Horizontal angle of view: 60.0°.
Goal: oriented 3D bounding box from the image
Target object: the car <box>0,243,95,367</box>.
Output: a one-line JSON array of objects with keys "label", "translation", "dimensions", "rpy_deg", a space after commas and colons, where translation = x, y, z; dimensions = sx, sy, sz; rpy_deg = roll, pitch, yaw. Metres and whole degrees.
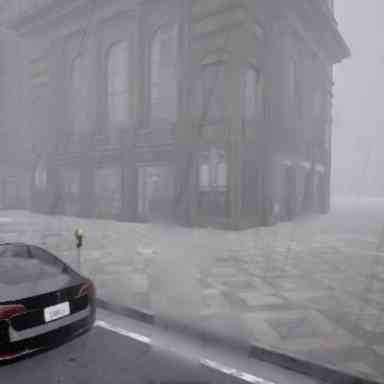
[{"label": "car", "translation": [-3.375, 1.501, 5.350], "dimensions": [4.313, 1.339, 1.947], "rpy_deg": [1, 1, 35]}]
